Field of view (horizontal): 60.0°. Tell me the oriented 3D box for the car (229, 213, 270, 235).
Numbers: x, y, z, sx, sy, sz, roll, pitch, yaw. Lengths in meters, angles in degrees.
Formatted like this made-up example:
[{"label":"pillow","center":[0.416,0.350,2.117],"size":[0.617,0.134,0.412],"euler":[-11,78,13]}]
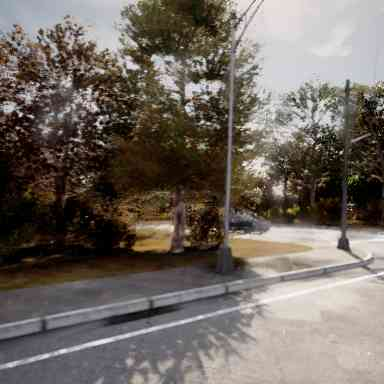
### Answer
[{"label":"car","center":[3.760,2.414,25.611],"size":[1.837,1.490,4.892],"euler":[4,-4,-38]}]
